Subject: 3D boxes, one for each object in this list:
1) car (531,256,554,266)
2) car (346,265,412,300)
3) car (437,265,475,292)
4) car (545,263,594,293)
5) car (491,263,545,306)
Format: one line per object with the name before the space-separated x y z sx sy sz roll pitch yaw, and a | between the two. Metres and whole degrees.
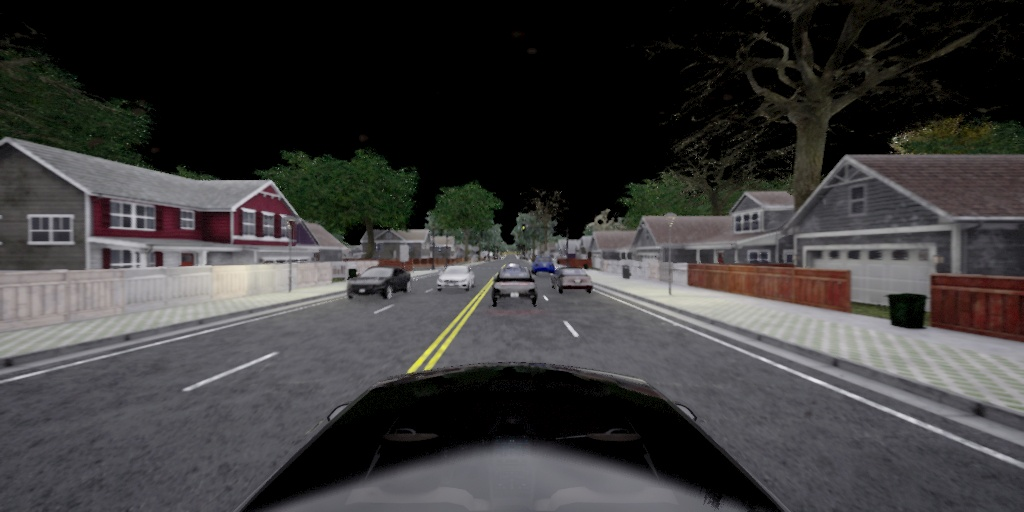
car | 3.334 1.032 38.890 2.150 2.045 5.566 0 0 0
car | -6.584 1.255 18.257 1.882 1.535 5.008 0 0 0
car | -3.317 1.309 21.943 1.812 1.442 4.674 0 0 0
car | 3.361 1.330 20.951 2.033 1.411 5.357 0 0 0
car | 0.103 1.266 16.028 2.128 1.511 4.902 0 0 0
